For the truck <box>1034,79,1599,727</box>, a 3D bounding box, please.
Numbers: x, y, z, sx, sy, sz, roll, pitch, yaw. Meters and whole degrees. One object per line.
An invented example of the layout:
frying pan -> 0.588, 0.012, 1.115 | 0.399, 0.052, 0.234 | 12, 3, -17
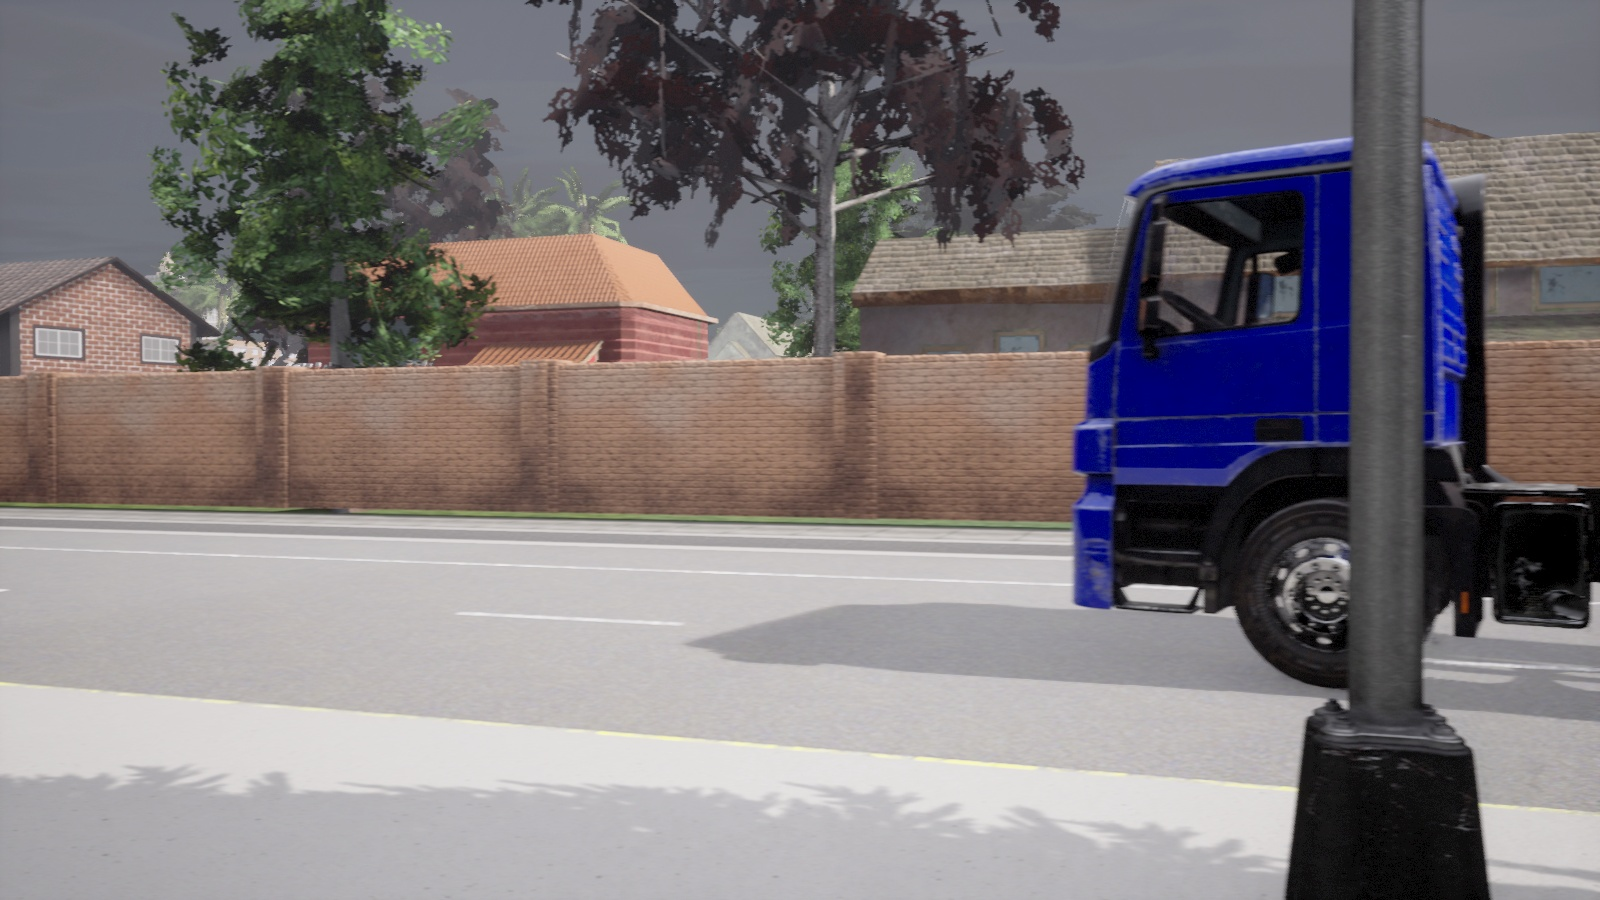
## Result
truck -> 5.705, -0.254, 7.519 | 7.936, 3.462, 2.891 | 1, 1, 32
